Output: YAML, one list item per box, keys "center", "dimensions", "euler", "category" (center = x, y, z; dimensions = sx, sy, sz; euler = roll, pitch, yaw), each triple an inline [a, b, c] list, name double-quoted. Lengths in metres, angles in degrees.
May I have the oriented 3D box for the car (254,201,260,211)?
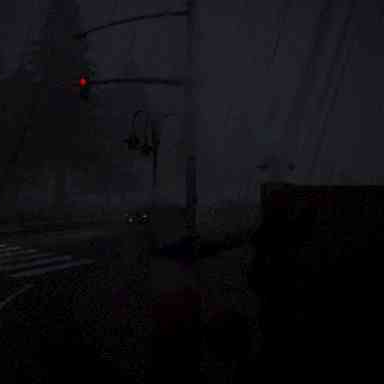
- center: [8.739, 1.385, 37.832]
  dimensions: [1.882, 1.535, 5.008]
  euler: [0, 0, 34]
  category: "car"

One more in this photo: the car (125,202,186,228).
- center: [-2.242, 1.403, 21.659]
  dimensions: [2.128, 1.511, 4.902]
  euler: [0, 0, 34]
  category: "car"

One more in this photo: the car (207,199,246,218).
- center: [3.122, 1.401, 29.527]
  dimensions: [2.128, 1.511, 4.902]
  euler: [0, 0, 34]
  category: "car"
